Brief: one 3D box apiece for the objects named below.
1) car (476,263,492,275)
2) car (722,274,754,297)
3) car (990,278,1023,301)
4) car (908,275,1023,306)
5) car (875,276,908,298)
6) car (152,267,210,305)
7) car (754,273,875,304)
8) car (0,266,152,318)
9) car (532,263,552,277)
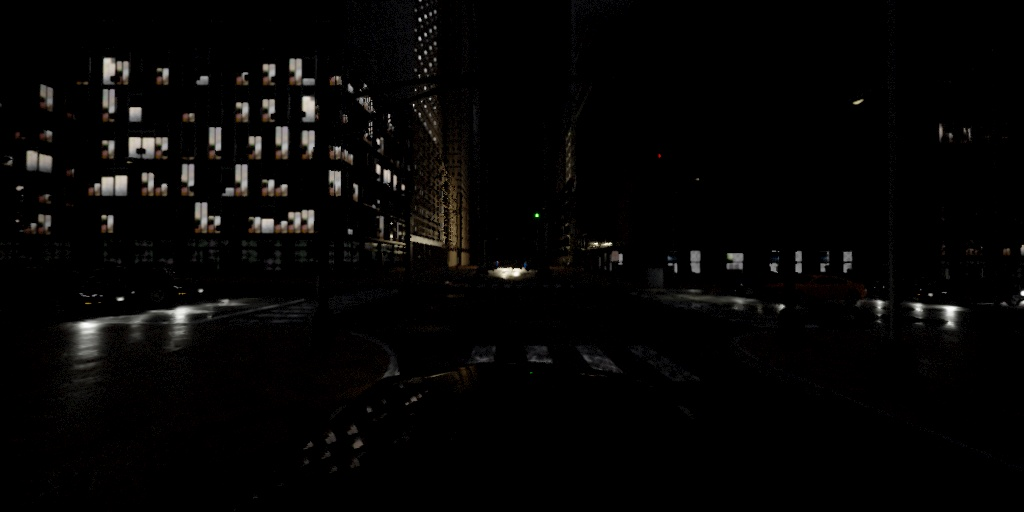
[{"bbox_3d":[-4.094,1.969,49.820,1.802,1.307,4.207,0,0,0],"label":"car"},{"bbox_3d":[16.317,1.825,23.231,5.008,1.535,1.882,1,-1,-3],"label":"car"},{"bbox_3d":[35.497,2.265,24.129,4.181,1.385,1.994,1,-1,-2],"label":"car"},{"bbox_3d":[26.127,1.992,20.444,4.892,1.490,1.837,1,-1,-3],"label":"car"},{"bbox_3d":[25.615,2.024,23.672,4.892,1.490,1.837,1,-1,-3],"label":"car"},{"bbox_3d":[-15.526,1.169,15.010,4.892,1.490,1.837,1,-1,-3],"label":"car"},{"bbox_3d":[16.727,1.791,19.997,5.008,1.535,1.882,1,-1,-3],"label":"car"},{"bbox_3d":[-15.374,1.130,11.764,4.892,1.490,1.837,1,-1,-3],"label":"car"},{"bbox_3d":[3.867,1.883,44.339,1.948,1.339,4.313,0,0,0],"label":"car"}]
